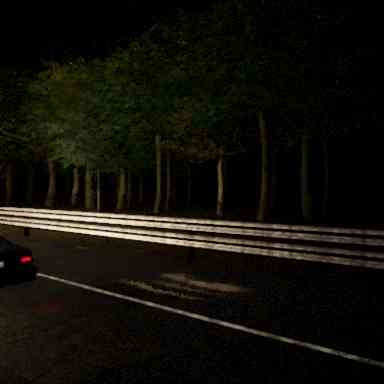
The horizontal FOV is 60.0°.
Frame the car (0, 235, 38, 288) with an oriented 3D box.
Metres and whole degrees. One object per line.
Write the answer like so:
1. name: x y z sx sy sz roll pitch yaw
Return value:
1. car: -5.950 1.516 8.137 5.357 1.411 2.033 0 0 35
